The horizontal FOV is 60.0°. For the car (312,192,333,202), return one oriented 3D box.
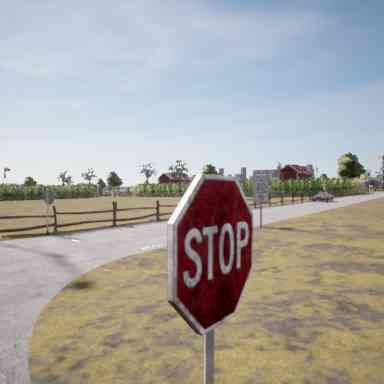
[{"bbox_3d":[18.472,0.703,46.852,1.994,1.385,4.181,0,1,36],"label":"car"}]
